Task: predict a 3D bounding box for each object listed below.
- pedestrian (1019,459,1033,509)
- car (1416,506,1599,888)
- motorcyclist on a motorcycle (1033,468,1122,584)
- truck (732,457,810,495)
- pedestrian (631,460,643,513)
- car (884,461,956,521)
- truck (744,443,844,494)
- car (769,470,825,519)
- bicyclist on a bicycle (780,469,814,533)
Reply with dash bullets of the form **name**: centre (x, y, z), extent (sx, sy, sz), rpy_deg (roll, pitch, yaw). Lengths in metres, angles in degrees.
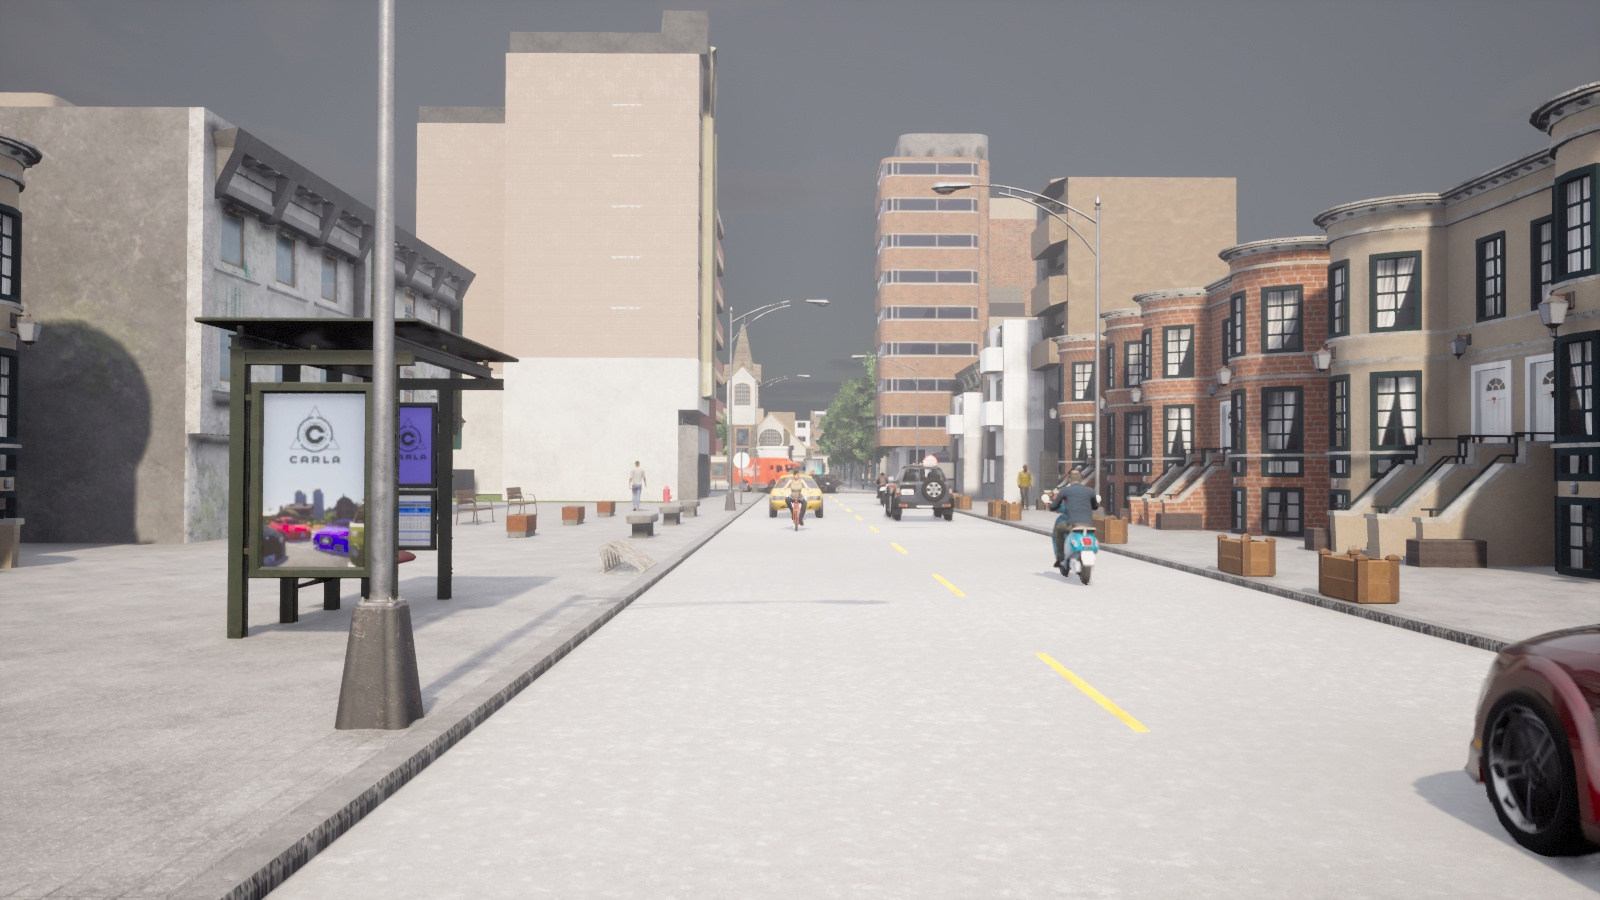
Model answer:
- **pedestrian**: centre (8.450, 1.277, 46.931), extent (0.370, 1.835, 0.726), rpy_deg (0, -1, 0)
- **car**: centre (3.990, 0.929, 3.988), extent (1.994, 1.385, 4.181), rpy_deg (0, -1, 0)
- **motorcyclist on a motorcycle**: centre (3.956, 1.055, 18.069), extent (0.866, 1.590, 1.817), rpy_deg (0, -1, 0)
- **truck**: centre (-2.003, 1.767, 85.500), extent (2.627, 2.467, 5.204), rpy_deg (2, -2, -41)
- **pedestrian**: centre (-5.791, 1.293, 44.526), extent (0.354, 1.836, 0.706), rpy_deg (0, -1, -12)
- **car**: centre (3.890, 1.309, 41.399), extent (1.932, 1.855, 4.605), rpy_deg (0, -1, 0)
- **truck**: centre (-0.511, 1.345, 90.077), extent (2.891, 3.462, 7.936), rpy_deg (1, -1, -38)
- **car**: centre (-0.116, 1.479, 43.146), extent (1.801, 1.575, 5.366), rpy_deg (0, -1, 0)
- **bicyclist on a bicycle**: centre (-0.084, 1.295, 32.462), extent (0.866, 1.612, 1.509), rpy_deg (0, -1, 0)
